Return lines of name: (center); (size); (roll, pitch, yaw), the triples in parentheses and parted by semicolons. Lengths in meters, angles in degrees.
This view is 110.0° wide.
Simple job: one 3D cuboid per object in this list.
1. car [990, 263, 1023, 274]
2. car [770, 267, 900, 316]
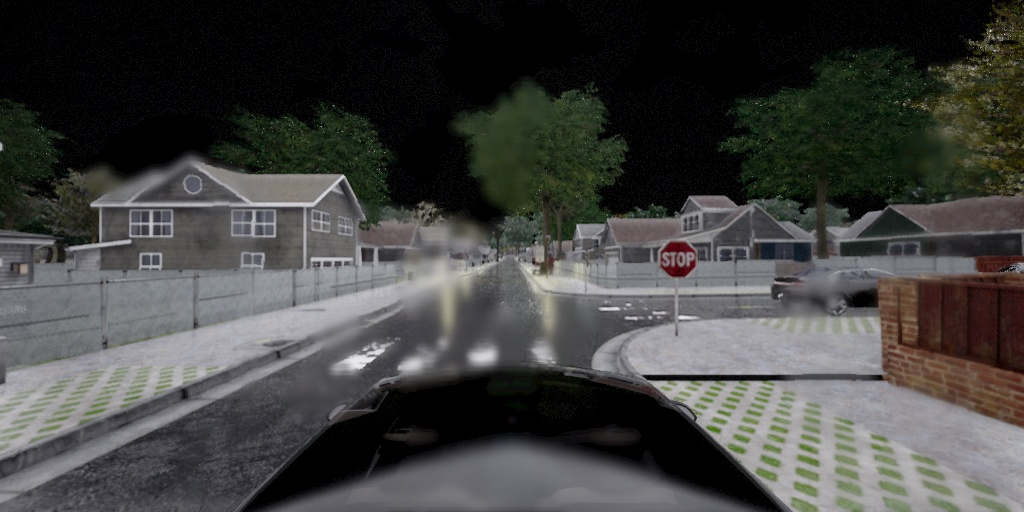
car: (22.050, 0.983, 14.996); (5.008, 1.535, 1.882); (-1, 0, -1)
car: (11.463, 1.112, 12.043); (4.902, 1.511, 2.128); (-1, 0, -1)
